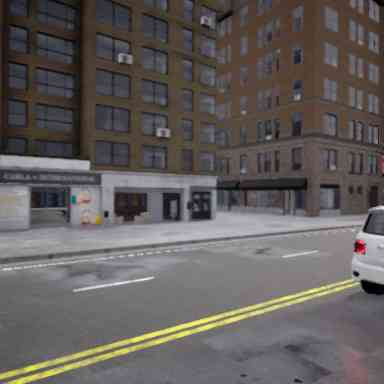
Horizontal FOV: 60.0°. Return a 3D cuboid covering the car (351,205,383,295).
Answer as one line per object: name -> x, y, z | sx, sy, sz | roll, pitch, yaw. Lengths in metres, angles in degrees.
car -> 5.933, 1.286, 7.666 | 5.566, 2.045, 2.150 | 0, 0, -35
